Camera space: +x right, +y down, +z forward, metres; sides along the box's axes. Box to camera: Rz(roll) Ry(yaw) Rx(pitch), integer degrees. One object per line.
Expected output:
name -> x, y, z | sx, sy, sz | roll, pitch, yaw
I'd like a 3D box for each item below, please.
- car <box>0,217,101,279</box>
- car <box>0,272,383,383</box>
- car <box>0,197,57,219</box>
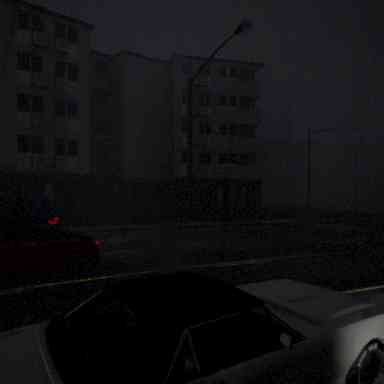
car -> -4.670, 1.564, 9.007 | 4.181, 1.385, 1.994 | 0, 0, -31
car -> 0.177, 1.601, 3.534 | 4.718, 1.301, 1.895 | 0, 0, -32
car -> -7.520, 1.221, 11.414 | 5.566, 2.045, 2.150 | 0, 0, -33
